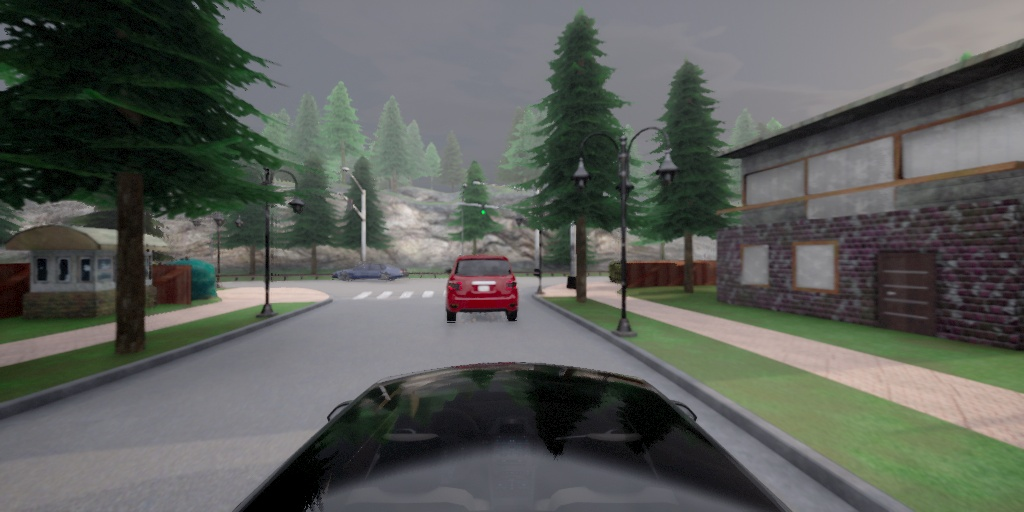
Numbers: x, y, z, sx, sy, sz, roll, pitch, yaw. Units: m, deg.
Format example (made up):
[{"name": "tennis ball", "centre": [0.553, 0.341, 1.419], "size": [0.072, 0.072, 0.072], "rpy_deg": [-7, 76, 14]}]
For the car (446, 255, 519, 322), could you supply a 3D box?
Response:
[{"name": "car", "centre": [-1.123, 0.986, 12.523], "size": [2.150, 2.045, 5.566], "rpy_deg": [0, 0, -8]}]

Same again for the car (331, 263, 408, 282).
[{"name": "car", "centre": [-10.749, 1.205, 27.390], "size": [5.357, 1.411, 2.033], "rpy_deg": [0, 0, -1]}]
